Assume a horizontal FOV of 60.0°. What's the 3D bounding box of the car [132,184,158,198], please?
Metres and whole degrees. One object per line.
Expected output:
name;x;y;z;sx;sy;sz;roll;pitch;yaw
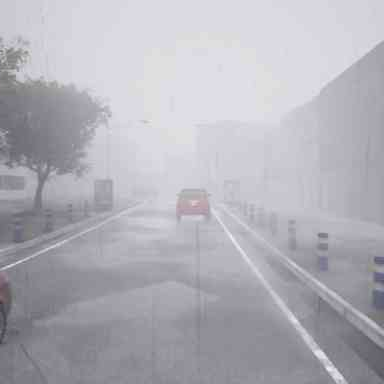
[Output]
car;-7.217;-0.139;50.247;2.150;2.045;5.566;0;1;-34

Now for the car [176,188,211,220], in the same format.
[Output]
car;0.107;0.713;22.604;2.150;2.045;5.566;0;2;0

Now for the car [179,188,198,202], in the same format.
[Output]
car;-0.551;0.354;42.549;1.882;1.535;5.008;0;1;-8

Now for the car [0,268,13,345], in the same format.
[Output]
car;-3.601;1.510;3.247;1.812;1.442;4.674;0;0;0
